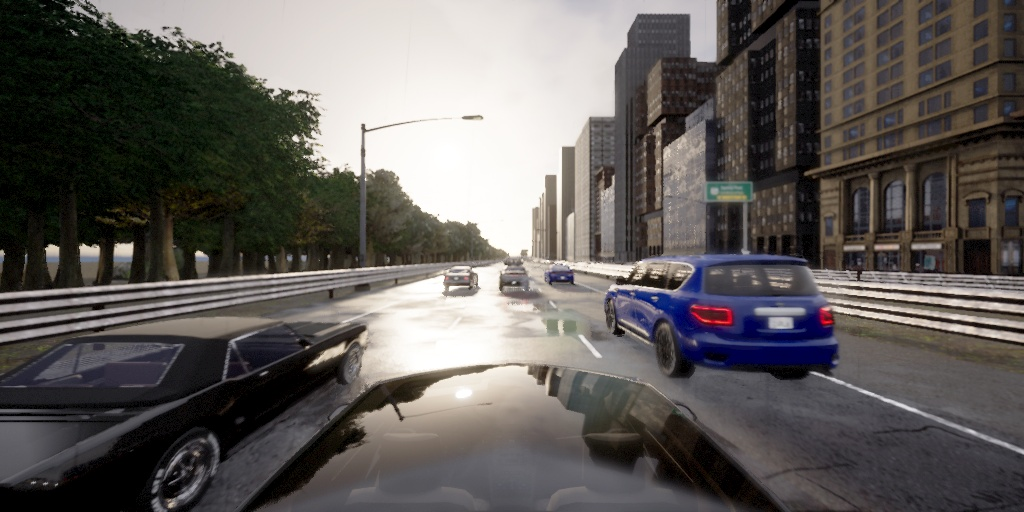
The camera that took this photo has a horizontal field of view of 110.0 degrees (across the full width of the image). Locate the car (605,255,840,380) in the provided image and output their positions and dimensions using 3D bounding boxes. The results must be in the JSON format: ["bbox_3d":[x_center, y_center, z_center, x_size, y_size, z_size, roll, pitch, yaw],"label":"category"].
[{"bbox_3d":[3.607,1.011,7.486,2.150,2.045,5.566,0,0,0],"label":"car"}]

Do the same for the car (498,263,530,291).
[{"bbox_3d":[0.129,1.392,23.567,2.128,1.511,4.902,0,-1,0],"label":"car"}]

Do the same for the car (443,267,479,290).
[{"bbox_3d":[-3.369,1.453,24.251,2.033,1.411,5.357,0,0,0],"label":"car"}]

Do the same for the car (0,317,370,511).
[{"bbox_3d":[-3.397,1.367,4.124,1.895,1.301,4.718,0,0,0],"label":"car"}]

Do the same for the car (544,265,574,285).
[{"bbox_3d":[3.635,1.411,28.111,1.882,1.535,5.008,0,0,0],"label":"car"}]

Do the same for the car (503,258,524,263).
[{"bbox_3d":[0.151,1.246,40.438,2.150,2.045,5.566,0,-1,0],"label":"car"}]
